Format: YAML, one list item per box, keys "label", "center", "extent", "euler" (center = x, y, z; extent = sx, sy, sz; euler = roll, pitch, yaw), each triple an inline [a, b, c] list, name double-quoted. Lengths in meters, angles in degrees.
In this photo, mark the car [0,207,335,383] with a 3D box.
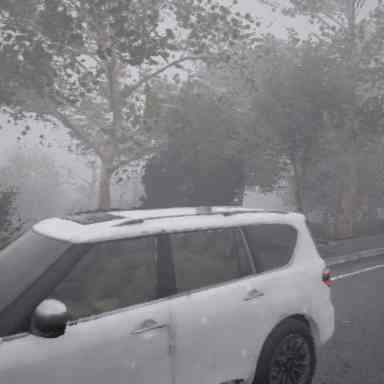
- label: "car"
  center: [-0.834, 1.222, 3.397]
  extent: [5.566, 2.045, 2.150]
  euler: [0, 0, -36]
